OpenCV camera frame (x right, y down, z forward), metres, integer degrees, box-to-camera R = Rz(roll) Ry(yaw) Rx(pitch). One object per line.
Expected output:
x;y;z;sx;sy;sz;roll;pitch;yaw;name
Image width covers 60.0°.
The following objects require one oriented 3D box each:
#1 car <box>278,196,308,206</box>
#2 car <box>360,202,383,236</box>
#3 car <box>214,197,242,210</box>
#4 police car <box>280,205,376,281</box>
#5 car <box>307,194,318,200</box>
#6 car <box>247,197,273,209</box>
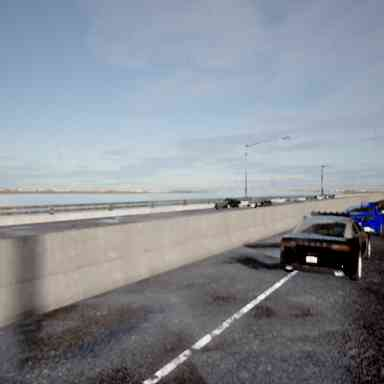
11.924;1.462;39.909;2.033;1.411;5.357;0;0;33;car
9.522;1.435;18.470;1.882;1.535;5.008;0;0;32;car
4.543;1.405;41.372;1.882;1.535;5.008;0;0;33;car
4.236;1.405;10.128;1.930;1.638;5.238;0;0;32;police car
27.266;1.208;75.890;1.994;1.385;4.181;0;0;34;car
8.363;1.412;40.836;2.128;1.511;4.902;0;0;33;car
